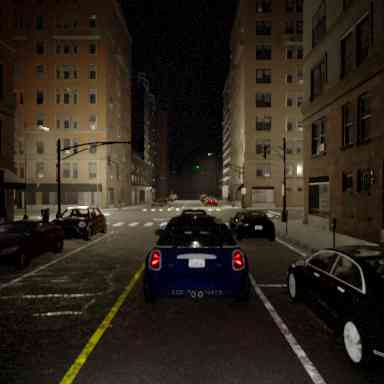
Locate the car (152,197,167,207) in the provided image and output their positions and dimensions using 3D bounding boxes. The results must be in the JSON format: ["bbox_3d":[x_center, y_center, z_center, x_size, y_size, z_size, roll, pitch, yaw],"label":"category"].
[{"bbox_3d":[-5.482,1.681,53.643,1.802,1.307,4.206,0,0,0],"label":"car"}]

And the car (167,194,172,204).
[{"bbox_3d":[-5.431,1.682,64.460,2.008,1.369,4.403,0,0,0],"label":"car"}]

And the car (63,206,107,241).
[{"bbox_3d":[-5.624,1.460,16.541,1.967,1.590,4.097,0,0,0],"label":"car"}]

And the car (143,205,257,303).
[{"bbox_3d":[0.103,1.361,8.370,2.097,1.767,4.553,0,0,0],"label":"car"}]

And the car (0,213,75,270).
[{"bbox_3d":[-5.640,1.595,11.039,1.802,1.307,4.206,0,0,0],"label":"car"}]

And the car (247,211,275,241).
[{"bbox_3d":[2.902,1.586,16.516,1.947,1.339,4.313,0,0,0],"label":"car"}]

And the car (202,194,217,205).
[{"bbox_3d":[3.043,1.539,53.606,1.967,1.590,4.097,0,0,0],"label":"car"}]

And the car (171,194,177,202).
[{"bbox_3d":[-5.356,1.720,80.516,1.752,1.417,4.829,0,0,0],"label":"car"}]

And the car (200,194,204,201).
[{"bbox_3d":[3.094,1.683,64.423,2.008,1.369,4.403,0,0,0],"label":"car"}]

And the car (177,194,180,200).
[{"bbox_3d":[-5.305,1.564,91.504,2.192,1.841,5.009,0,0,0],"label":"car"}]

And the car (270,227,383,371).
[{"bbox_3d":[2.870,1.557,5.513,2.008,1.369,4.403,0,0,0],"label":"car"}]

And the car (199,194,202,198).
[{"bbox_3d":[3.144,1.613,75.241,1.967,1.590,4.097,0,0,0],"label":"car"}]
